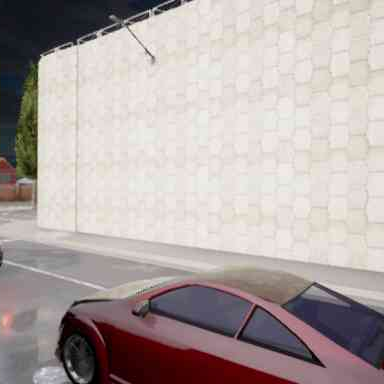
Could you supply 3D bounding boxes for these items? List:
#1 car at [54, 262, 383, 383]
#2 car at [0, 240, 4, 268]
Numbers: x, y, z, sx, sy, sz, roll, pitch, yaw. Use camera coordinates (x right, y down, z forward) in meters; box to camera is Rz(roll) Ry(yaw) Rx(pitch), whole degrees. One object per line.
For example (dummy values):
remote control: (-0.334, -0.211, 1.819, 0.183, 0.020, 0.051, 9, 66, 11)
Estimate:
car: (0.329, 1.538, 3.742, 4.181, 1.385, 1.994, 1, 1, 37)
car: (-6.748, 1.379, 8.783, 4.674, 1.442, 1.812, 1, 1, 35)
